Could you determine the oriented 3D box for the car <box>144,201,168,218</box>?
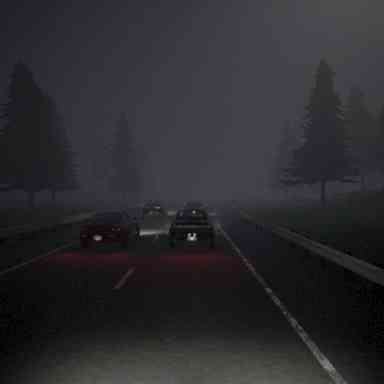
[{"bbox_3d":[-3.231,1.495,29.570,2.128,1.511,4.902,0,0,2],"label":"car"}]

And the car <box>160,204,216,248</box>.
[{"bbox_3d":[0.000,1.495,14.650,2.128,1.511,4.902,0,0,0],"label":"car"}]

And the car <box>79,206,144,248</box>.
[{"bbox_3d":[-3.500,1.533,14.650,1.812,1.442,4.674,0,0,0],"label":"car"}]

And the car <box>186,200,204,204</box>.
[{"bbox_3d":[0.266,1.485,29.418,1.882,1.535,5.008,0,0,2],"label":"car"}]
